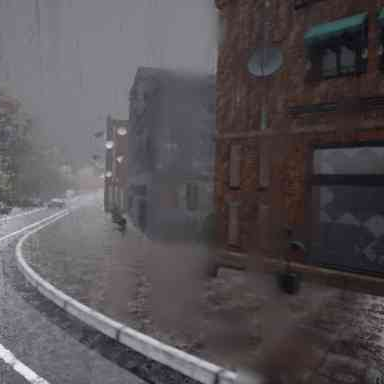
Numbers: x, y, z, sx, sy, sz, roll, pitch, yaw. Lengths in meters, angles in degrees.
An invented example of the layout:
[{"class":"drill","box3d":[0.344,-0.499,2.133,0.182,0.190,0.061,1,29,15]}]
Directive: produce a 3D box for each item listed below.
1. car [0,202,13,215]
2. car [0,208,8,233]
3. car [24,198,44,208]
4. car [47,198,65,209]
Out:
[{"class":"car","box3d":[-18.673,1.646,31.613,1.895,1.301,4.718,2,0,-15]},{"class":"car","box3d":[-10.994,1.679,16.609,1.895,1.301,4.718,2,-1,-17]},{"class":"car","box3d":[-23.117,1.537,48.865,2.033,1.411,5.357,2,0,-14]},{"class":"car","box3d":[-19.490,1.613,47.874,1.812,1.442,4.674,2,0,-14]}]
